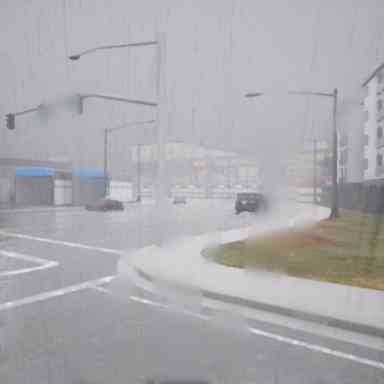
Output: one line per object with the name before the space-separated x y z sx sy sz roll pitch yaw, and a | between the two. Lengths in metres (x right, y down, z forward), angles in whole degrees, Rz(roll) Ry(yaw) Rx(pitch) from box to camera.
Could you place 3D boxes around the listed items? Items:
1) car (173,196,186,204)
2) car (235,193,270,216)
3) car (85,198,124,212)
car | -2.001 1.342 55.406 1.895 1.301 4.718 0 0 2
car | 5.897 1.117 32.116 2.150 2.045 5.566 1 1 27
car | -9.059 1.353 34.744 1.994 1.385 4.181 1 0 33
